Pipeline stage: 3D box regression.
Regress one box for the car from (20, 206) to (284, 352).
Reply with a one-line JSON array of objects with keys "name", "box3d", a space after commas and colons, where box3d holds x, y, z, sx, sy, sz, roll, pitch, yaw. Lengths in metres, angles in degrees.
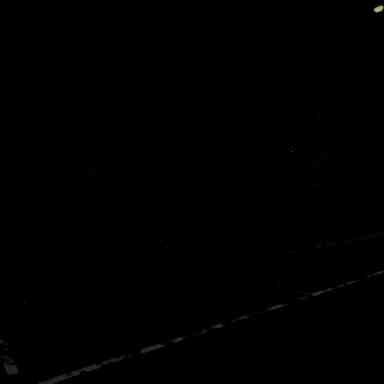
[{"name": "car", "box3d": [-0.386, 1.258, 6.295, 5.009, 1.841, 2.192, -1, 1, -36]}]
